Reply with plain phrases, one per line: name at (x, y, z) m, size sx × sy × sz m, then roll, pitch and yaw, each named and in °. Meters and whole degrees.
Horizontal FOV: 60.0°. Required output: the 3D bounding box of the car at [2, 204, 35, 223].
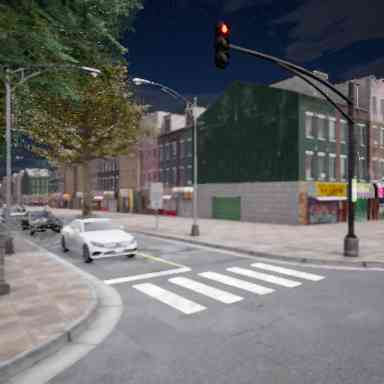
car at (-15.992, 2.090, 30.292) m, size 1.812 × 1.442 × 4.674 m, roll 0°, pitch -1°, yaw -35°

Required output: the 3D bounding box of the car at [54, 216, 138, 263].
car at (-3.847, 1.764, 13.264) m, size 1.812 × 1.442 × 4.674 m, roll 0°, pitch -1°, yaw -36°

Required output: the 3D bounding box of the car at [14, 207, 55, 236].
car at (-10.015, 1.948, 21.901) m, size 2.033 × 1.411 × 5.357 m, roll 0°, pitch -1°, yaw -36°
